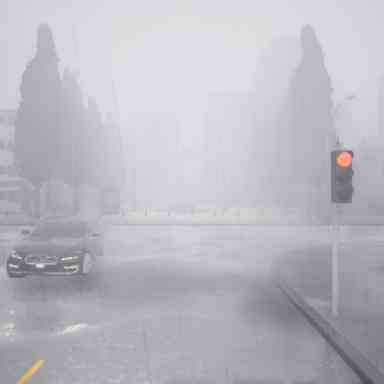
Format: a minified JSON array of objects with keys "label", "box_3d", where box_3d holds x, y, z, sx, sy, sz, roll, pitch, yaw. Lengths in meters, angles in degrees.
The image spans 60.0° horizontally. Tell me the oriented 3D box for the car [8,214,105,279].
[{"label":"car","box_3d":[-3.854,1.506,10.274,1.837,1.490,4.892,3,0,-7]}]
